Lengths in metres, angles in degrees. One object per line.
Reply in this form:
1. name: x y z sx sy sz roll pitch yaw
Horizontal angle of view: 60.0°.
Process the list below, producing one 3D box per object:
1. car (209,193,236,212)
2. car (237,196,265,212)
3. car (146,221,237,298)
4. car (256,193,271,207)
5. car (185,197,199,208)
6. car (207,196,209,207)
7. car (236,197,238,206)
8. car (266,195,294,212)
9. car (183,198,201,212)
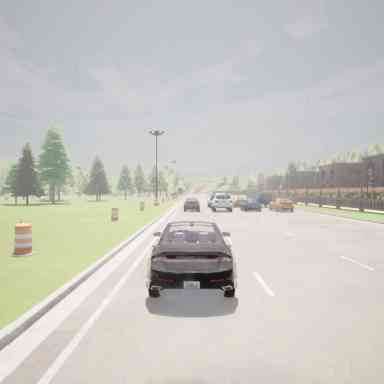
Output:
1. car: 3.475 1.221 39.176 2.150 2.045 5.566 0 0 0
2. car: 6.975 1.564 39.565 1.994 1.385 4.181 0 0 0
3. car: -0.006 1.492 8.531 2.128 1.511 4.902 0 0 0
4. car: 10.469 1.221 49.600 2.150 2.045 5.566 0 0 0
5. car: -0.031 1.547 49.564 2.033 1.411 5.357 0 0 0
6. car: 3.469 1.221 49.596 2.150 2.045 5.566 0 0 0
7. car: 6.969 1.478 49.568 1.882 1.535 5.008 0 0 0
8. car: 10.476 1.478 39.150 1.882 1.535 5.008 0 0 0
9. car: -0.024 1.491 39.144 2.128 1.511 4.902 0 0 0
